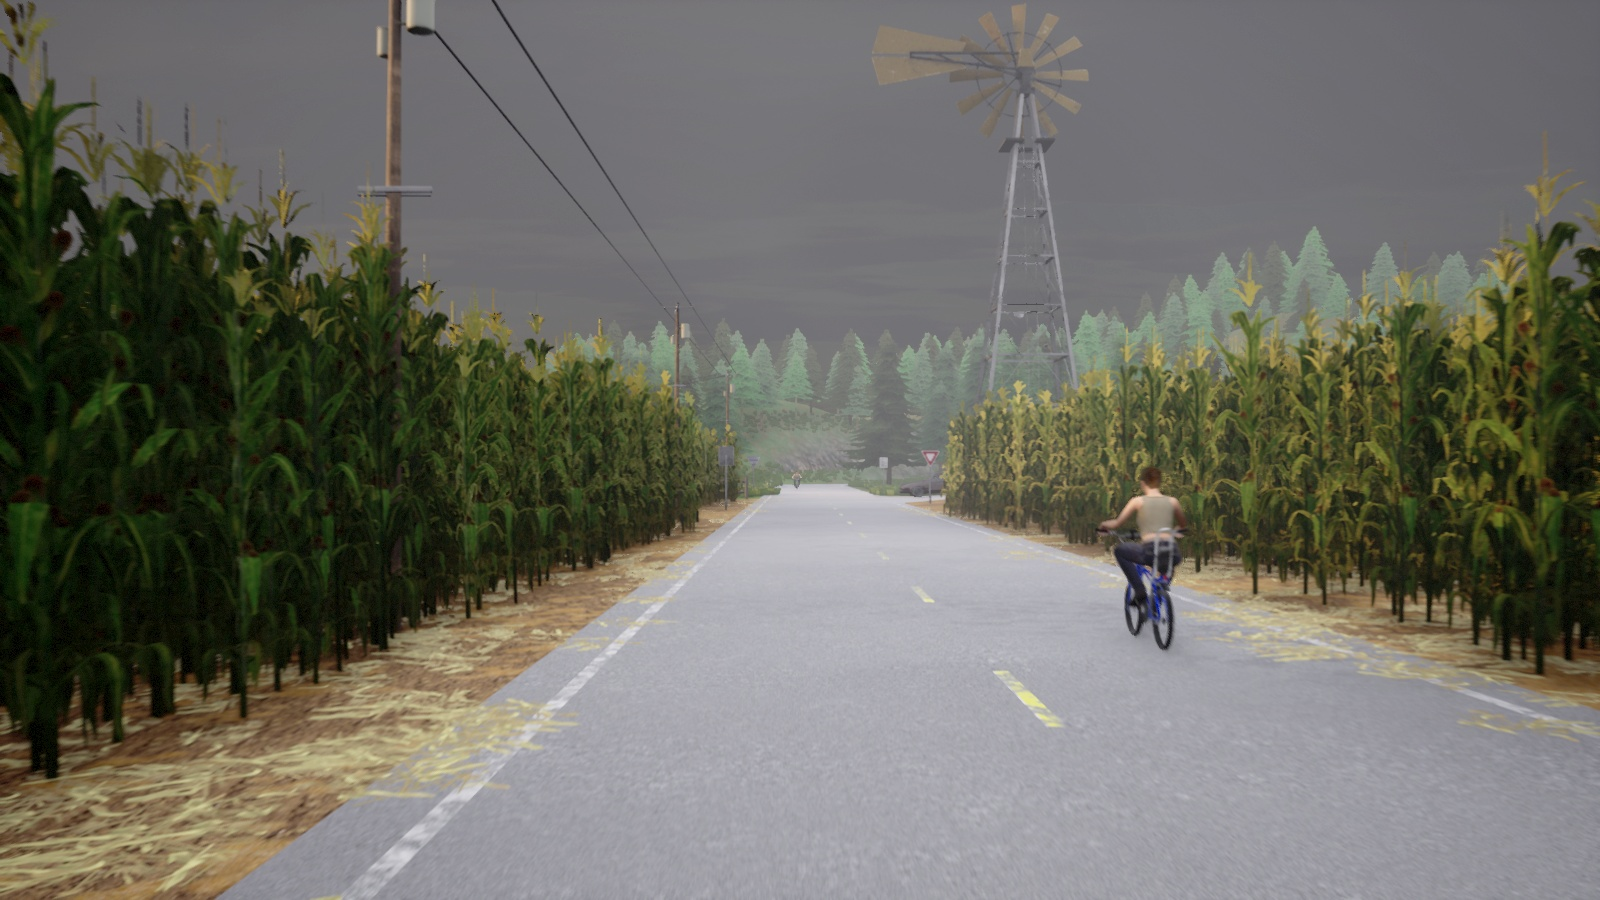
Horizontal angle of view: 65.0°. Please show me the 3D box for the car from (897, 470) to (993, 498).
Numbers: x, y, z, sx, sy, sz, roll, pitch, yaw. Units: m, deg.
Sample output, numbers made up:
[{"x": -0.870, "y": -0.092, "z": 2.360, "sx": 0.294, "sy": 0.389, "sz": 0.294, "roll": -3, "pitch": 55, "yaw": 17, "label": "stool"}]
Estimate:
[{"x": 8.441, "y": 1.963, "z": 73.432, "sx": 5.357, "sy": 1.411, "sz": 2.033, "roll": -2, "pitch": -1, "yaw": 0, "label": "car"}]

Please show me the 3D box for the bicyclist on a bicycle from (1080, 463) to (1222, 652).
[{"x": 3.169, "y": 0.931, "z": 11.479, "sx": 0.866, "sy": 1.612, "sz": 1.509, "roll": 0, "pitch": -1, "yaw": 0, "label": "bicyclist on a bicycle"}]
